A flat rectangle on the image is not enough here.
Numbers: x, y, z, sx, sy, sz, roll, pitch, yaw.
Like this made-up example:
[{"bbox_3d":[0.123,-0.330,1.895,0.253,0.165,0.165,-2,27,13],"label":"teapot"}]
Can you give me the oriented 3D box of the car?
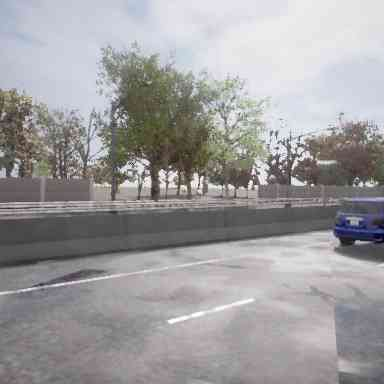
[{"bbox_3d":[8.294,1.258,14.085,5.566,2.045,2.150,0,0,-35],"label":"car"}]
